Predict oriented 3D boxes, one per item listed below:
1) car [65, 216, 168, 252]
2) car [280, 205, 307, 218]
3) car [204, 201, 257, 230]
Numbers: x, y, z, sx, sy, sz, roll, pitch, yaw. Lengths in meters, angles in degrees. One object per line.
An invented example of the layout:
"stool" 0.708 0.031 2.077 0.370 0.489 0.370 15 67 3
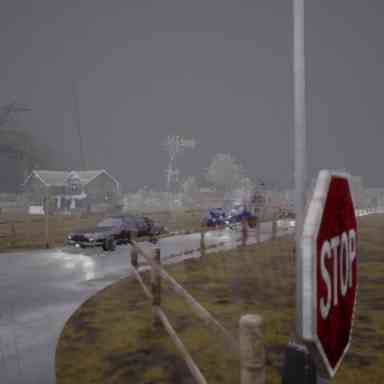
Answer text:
"car" -3.331 1.876 16.105 2.033 1.411 5.357 0 -1 33
"car" 11.234 2.190 36.652 1.837 1.490 4.892 0 -1 36
"car" 3.149 1.697 25.349 2.150 2.045 5.566 0 -1 35
